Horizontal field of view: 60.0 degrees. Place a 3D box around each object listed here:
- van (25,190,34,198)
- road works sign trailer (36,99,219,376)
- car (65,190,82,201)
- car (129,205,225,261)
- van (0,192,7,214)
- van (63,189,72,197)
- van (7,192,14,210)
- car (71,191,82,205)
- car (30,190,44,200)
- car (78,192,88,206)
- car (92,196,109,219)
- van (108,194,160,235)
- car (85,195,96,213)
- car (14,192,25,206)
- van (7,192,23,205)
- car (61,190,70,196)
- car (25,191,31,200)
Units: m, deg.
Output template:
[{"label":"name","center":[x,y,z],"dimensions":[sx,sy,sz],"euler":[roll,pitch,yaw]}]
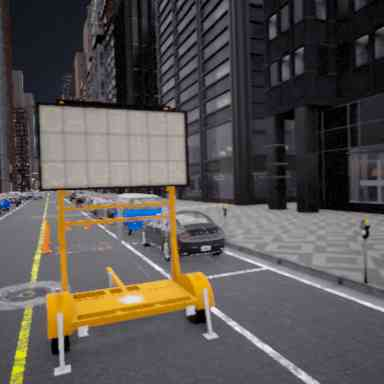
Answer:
[{"label":"van","center":[-41.606,0.502,85.328],"dimensions":[1.690,1.788,3.998],"euler":[-3,2,-23]},{"label":"road works sign trailer","center":[-1.242,0.339,5.628],"dimensions":[2.380,3.560,2.880],"euler":[-2,2,-23]},{"label":"car","center":[-18.248,0.532,52.422],"dimensions":[2.192,1.841,5.009],"euler":[-3,2,-23]},{"label":"car","center":[-0.487,1.260,10.983],"dimensions":[2.008,1.369,4.403],"euler":[-3,2,-23]},{"label":"van","center":[-17.196,1.141,28.336],"dimensions":[1.690,1.788,3.998],"euler":[-3,2,-23]},{"label":"van","center":[-29.341,0.272,78.327],"dimensions":[1.690,1.788,3.998],"euler":[-3,2,-23]},{"label":"van","center":[-19.415,1.081,33.517],"dimensions":[1.690,1.788,3.998],"euler":[-3,2,-23]},{"label":"car","center":[-13.802,0.881,42.067],"dimensions":[1.887,1.381,4.507],"euler":[-3,2,-23]},{"label":"car","center":[-29.984,0.827,65.232],"dimensions":[2.033,1.411,5.357],"euler":[-2,2,-23]},{"label":"car","center":[-9.364,1.009,31.706],"dimensions":[2.008,1.369,4.403],"euler":[-3,2,-23]},{"label":"car","center":[-4.926,1.133,21.345],"dimensions":[2.008,1.369,4.403],"euler":[-3,2,-23]},{"label":"van","center":[-2.714,0.987,16.158],"dimensions":[1.690,1.788,3.998],"euler":[-3,2,-23]},{"label":"car","center":[-7.144,1.102,26.526],"dimensions":[1.802,1.307,4.206],"euler":[-3,2,-23]},{"label":"car","center":[-23.854,0.934,43.878],"dimensions":[2.192,1.841,5.009],"euler":[-3,2,-23]},{"label":"van","center":[-26.072,0.901,49.059],"dimensions":[1.690,1.788,3.998],"euler":[-3,2,-23]},{"label":"car","center":[-33.775,0.259,88.692],"dimensions":[1.967,1.590,4.097],"euler":[-3,2,-23]},{"label":"car","center":[-32.723,0.930,64.609],"dimensions":[1.887,1.381,4.507],"euler":[-3,2,-23]}]
